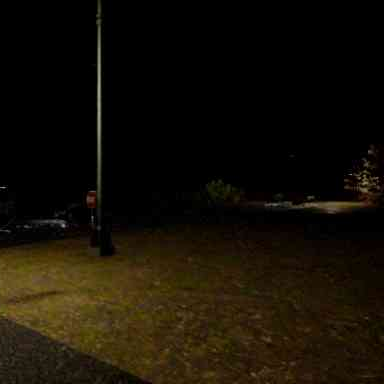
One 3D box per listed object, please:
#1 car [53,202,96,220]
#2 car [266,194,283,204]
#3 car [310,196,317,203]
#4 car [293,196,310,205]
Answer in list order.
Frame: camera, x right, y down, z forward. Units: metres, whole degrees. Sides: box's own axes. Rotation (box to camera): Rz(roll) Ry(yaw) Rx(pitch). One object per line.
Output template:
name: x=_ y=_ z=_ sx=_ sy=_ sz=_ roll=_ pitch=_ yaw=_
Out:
car: x=-9.929 y=1.643 z=29.396 sx=1.812 sy=1.442 sz=4.674 roll=0 pitch=1 yaw=34
car: x=17.493 y=1.427 z=70.177 sx=2.150 sy=2.045 sz=5.566 roll=0 pitch=0 yaw=34
car: x=28.337 y=1.757 z=78.762 sx=2.128 sy=1.511 sz=4.902 roll=0 pitch=0 yaw=28
car: x=20.386 y=1.753 z=63.101 sx=2.033 sy=1.411 sz=5.357 roll=0 pitch=0 yaw=27
